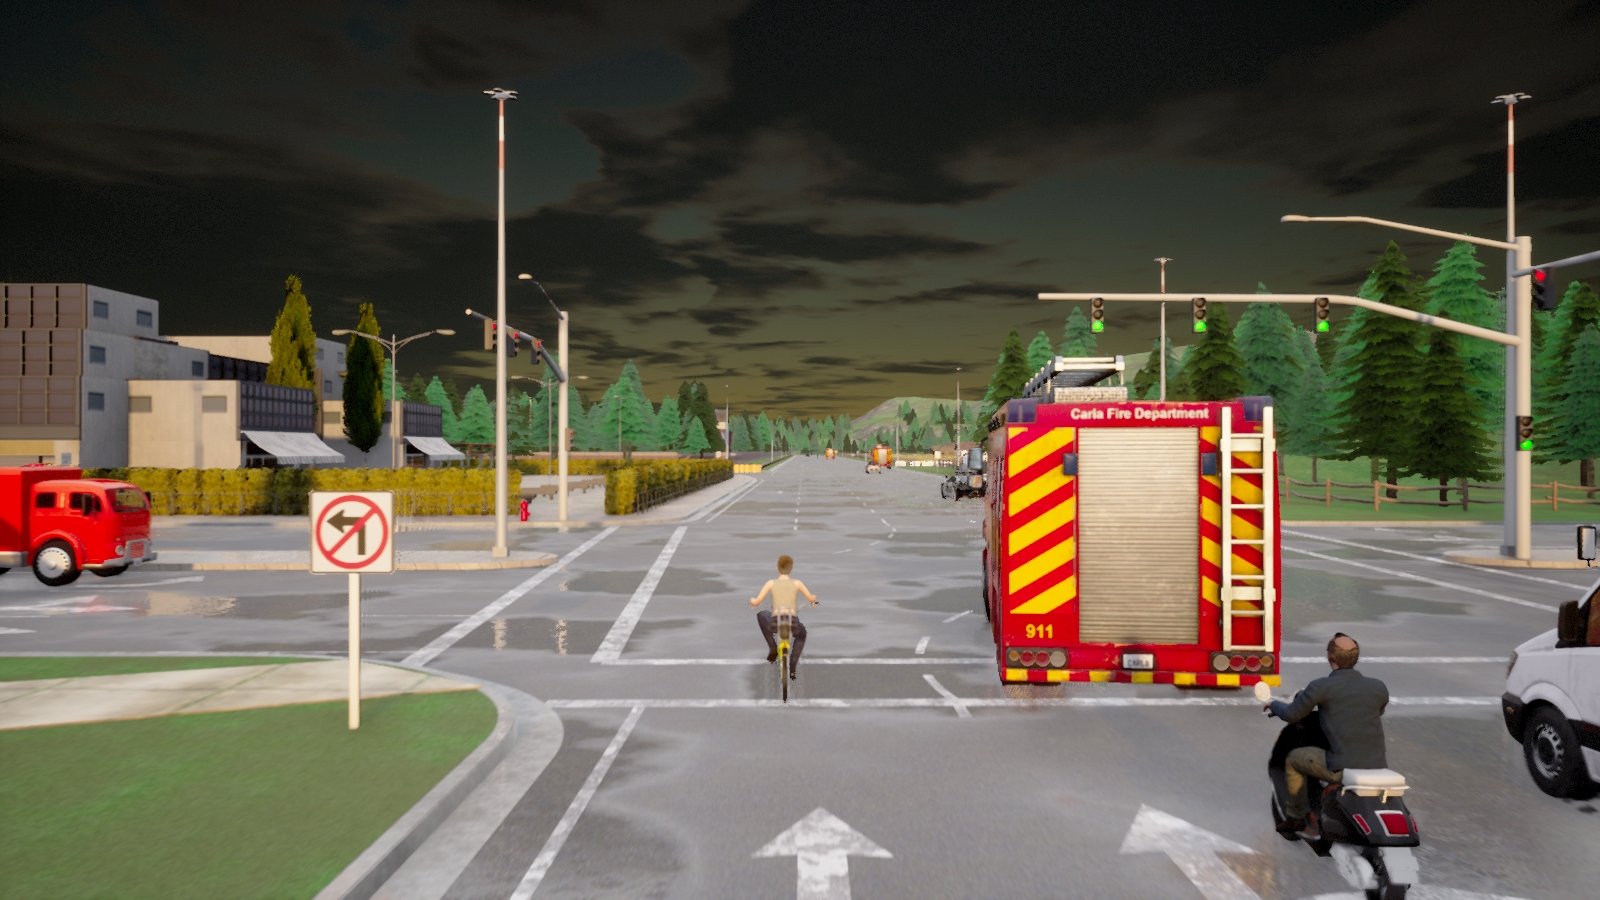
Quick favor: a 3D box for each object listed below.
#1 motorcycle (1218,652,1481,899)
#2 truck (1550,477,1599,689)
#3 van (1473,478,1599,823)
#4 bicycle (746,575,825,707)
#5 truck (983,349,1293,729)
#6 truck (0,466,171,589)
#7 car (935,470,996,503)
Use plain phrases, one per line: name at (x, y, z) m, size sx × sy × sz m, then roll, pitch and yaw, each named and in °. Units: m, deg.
motorcycle at (3.508, 2.148, 7.509) m, size 0.856 × 1.316 × 1.805 m, roll 0°, pitch 0°, yaw 0°
truck at (10.642, 1.581, 11.704) m, size 2.627 × 2.467 × 5.204 m, roll 0°, pitch 0°, yaw 2°
van at (7.023, 1.541, 7.324) m, size 1.988 × 2.561 × 5.915 m, roll 0°, pitch 0°, yaw 1°
bicycle at (-0.183, 2.168, 13.216) m, size 0.859 × 1.276 × 1.487 m, roll 0°, pitch 0°, yaw -2°
truck at (4.112, 0.902, 15.890) m, size 2.891 × 3.827 × 8.468 m, roll 0°, pitch 0°, yaw 8°
truck at (-16.840, 1.586, 24.530) m, size 5.204 × 2.467 × 2.627 m, roll 0°, pitch 0°, yaw -1°
car at (9.209, 2.027, 64.058) m, size 2.097 × 1.638 × 5.238 m, roll 0°, pitch 0°, yaw -6°
